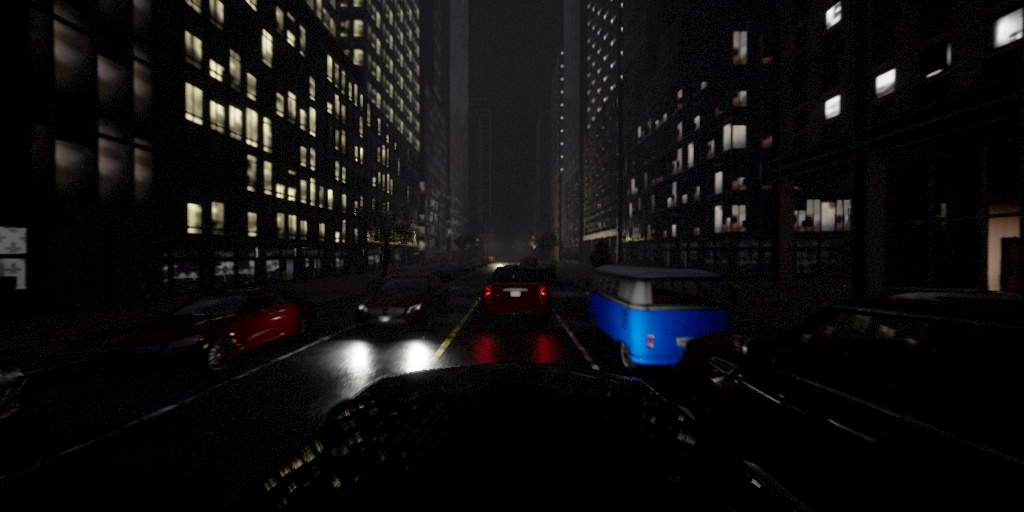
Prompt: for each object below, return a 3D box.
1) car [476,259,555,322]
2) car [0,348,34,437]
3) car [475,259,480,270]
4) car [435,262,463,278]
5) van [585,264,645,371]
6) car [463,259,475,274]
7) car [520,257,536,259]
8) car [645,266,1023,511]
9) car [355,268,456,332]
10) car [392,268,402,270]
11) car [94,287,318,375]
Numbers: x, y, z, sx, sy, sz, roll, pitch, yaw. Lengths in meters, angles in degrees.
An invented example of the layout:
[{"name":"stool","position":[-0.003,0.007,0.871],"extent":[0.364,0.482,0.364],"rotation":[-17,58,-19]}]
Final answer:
[{"name":"car","position":[0.102,1.098,12.360],"extent":[2.097,1.767,4.553],"rotation":[0,0,0]},{"name":"car","position":[-5.694,1.299,1.725],"extent":[2.007,1.370,4.403],"rotation":[0,0,0]},{"name":"car","position":[-5.678,1.169,47.194],"extent":[1.967,1.591,4.097],"rotation":[0,0,0]},{"name":"car","position":[-5.683,1.287,30.143],"extent":[2.007,1.370,4.403],"rotation":[0,0,0]},{"name":"van","position":[2.689,1.090,7.406],"extent":[1.690,1.789,3.998],"rotation":[0,0,0]},{"name":"car","position":[-5.680,1.313,41.510],"extent":[1.802,1.307,4.207],"rotation":[0,0,0]},{"name":"car","position":[2.705,1.044,52.875],"extent":[2.192,1.841,5.009],"rotation":[0,0,0]},{"name":"car","position":[2.687,1.066,1.722],"extent":[2.192,1.841,5.009],"rotation":[0,0,0]},{"name":"car","position":[-3.094,1.271,11.068],"extent":[1.812,1.442,4.674],"rotation":[0,0,0]},{"name":"car","position":[-5.688,1.292,18.776],"extent":[2.007,1.370,4.403],"rotation":[0,0,0]},{"name":"car","position":[-5.691,1.328,7.409],"extent":[1.802,1.307,4.207],"rotation":[0,0,0]}]
